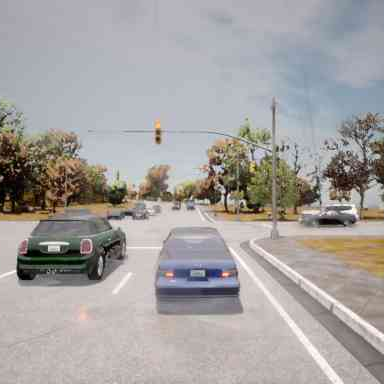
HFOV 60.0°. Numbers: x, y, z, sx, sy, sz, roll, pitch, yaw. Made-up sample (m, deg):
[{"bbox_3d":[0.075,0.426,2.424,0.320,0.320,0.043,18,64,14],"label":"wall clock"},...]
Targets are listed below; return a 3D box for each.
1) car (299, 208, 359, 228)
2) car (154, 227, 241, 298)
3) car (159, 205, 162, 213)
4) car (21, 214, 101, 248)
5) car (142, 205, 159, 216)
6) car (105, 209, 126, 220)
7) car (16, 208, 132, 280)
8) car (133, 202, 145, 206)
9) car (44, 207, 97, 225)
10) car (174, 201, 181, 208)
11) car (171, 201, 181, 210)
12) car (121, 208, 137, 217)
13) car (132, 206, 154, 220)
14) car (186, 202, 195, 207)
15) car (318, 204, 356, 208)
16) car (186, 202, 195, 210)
[{"bbox_3d":[12.010,2.371,29.575,4.902,1.511,2.128,0,-3,-2],"label":"car"},{"bbox_3d":[0.058,1.644,8.836,2.033,1.411,5.357,0,-1,-1],"label":"car"},{"bbox_3d":[-7.269,3.474,67.907,1.837,1.490,4.892,0,0,0],"label":"car"},{"bbox_3d":[-6.447,1.890,16.998,1.994,1.385,4.181,0,-2,8],"label":"car"},{"bbox_3d":[-7.298,3.421,57.617,1.812,1.442,4.674,0,-1,0],"label":"car"},{"bbox_3d":[-10.811,3.199,47.525,2.033,1.411,5.357,0,-2,-3],"label":"car"},{"bbox_3d":[-3.455,1.484,10.446,2.097,1.767,4.553,0,-1,0],"label":"car"},{"bbox_3d":[-10.759,3.190,68.159,2.150,2.045,5.566,0,0,0],"label":"car"},{"bbox_3d":[-12.253,2.429,33.794,4.553,1.767,2.097,0,-3,6],"label":"car"},{"bbox_3d":[-3.925,3.230,87.798,1.837,1.490,4.892,0,0,-4],"label":"car"},{"bbox_3d":[-3.794,3.523,77.765,1.895,1.301,4.718,0,0,0],"label":"car"},{"bbox_3d":[-10.800,3.492,57.401,1.895,1.301,4.718,0,-1,0],"label":"car"},{"bbox_3d":[-7.270,3.148,47.725,2.128,1.511,4.902,0,-2,1],"label":"car"},{"bbox_3d":[-0.427,3.287,87.896,1.994,1.385,4.181,0,0,-4],"label":"car"},{"bbox_3d":[13.646,2.263,33.113,5.566,2.045,2.150,0,-3,-2],"label":"car"},{"bbox_3d":[-0.293,3.451,77.713,1.812,1.442,4.674,0,0,0],"label":"car"}]
